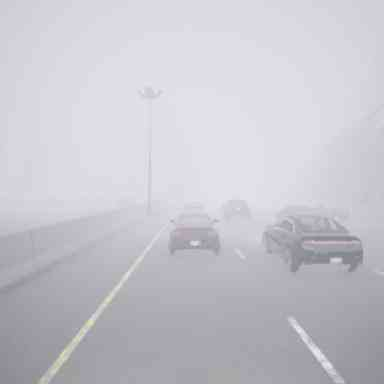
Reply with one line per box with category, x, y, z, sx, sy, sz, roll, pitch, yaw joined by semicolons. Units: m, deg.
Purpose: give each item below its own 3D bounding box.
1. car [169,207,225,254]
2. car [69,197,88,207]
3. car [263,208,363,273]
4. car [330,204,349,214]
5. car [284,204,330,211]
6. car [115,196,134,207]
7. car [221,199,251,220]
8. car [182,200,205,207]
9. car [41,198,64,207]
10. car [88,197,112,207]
car;0.087;1.529;13.356;1.812;1.442;4.674;0;0;0
car;-17.482;1.560;52.114;2.033;1.411;5.357;0;0;1
car;3.601;1.494;10.722;2.128;1.511;4.902;0;0;0
car;10.603;1.607;26.579;1.895;1.301;4.718;0;0;0
car;7.103;1.553;22.611;2.033;1.411;5.357;0;0;0
car;-10.463;1.364;51.882;2.097;1.767;4.553;0;0;1
car;3.603;1.359;27.872;2.097;1.767;4.553;0;0;0
car;0.103;1.485;29.717;1.882;1.535;5.008;0;0;0
car;-20.988;1.575;50.161;1.994;1.385;4.181;0;0;1
car;-13.986;1.560;51.894;2.033;1.411;5.357;0;0;1
